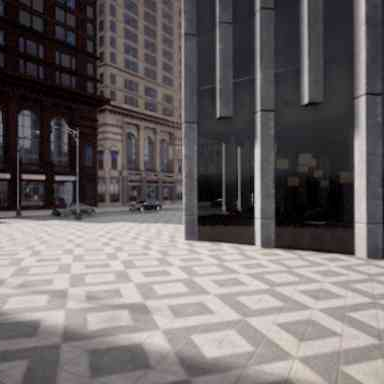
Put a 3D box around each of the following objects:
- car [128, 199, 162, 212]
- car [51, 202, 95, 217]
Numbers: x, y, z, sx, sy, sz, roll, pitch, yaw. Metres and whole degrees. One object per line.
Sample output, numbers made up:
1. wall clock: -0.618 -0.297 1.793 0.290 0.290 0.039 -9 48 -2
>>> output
1. car: -5.819 1.705 41.500 1.837 1.490 4.892 0 0 36
2. car: -11.778 1.734 33.172 1.994 1.385 4.181 0 0 36
